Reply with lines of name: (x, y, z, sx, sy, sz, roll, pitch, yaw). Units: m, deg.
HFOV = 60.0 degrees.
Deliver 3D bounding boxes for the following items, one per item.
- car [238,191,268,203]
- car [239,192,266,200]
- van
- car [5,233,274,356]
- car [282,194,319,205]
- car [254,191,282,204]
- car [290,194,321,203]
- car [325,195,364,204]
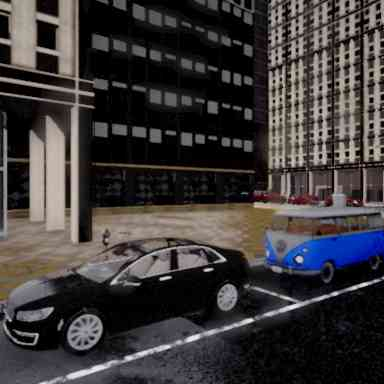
car: (9.685, 0.678, 53.077, 2.097, 1.767, 4.553, 0, 1, -35)
car: (11.050, 0.736, 61.113, 1.752, 1.417, 4.829, 1, 0, -36)
van: (3.760, 1.345, 9.243, 3.998, 1.788, 1.690, 0, 0, -36)
car: (-0.838, 1.552, 5.963, 4.403, 1.369, 2.008, 0, 0, -35)
car: (14.116, 1.126, 42.447, 1.802, 1.307, 4.206, 1, 0, -36)
car: (10.877, 0.752, 46.976, 2.192, 1.841, 5.009, 1, 0, -36)
car: (17.645, 1.011, 51.909, 1.802, 1.307, 4.206, 1, 0, -36)
car: (17.368, 1.091, 37.916, 1.967, 1.590, 4.097, 1, 0, -36)
